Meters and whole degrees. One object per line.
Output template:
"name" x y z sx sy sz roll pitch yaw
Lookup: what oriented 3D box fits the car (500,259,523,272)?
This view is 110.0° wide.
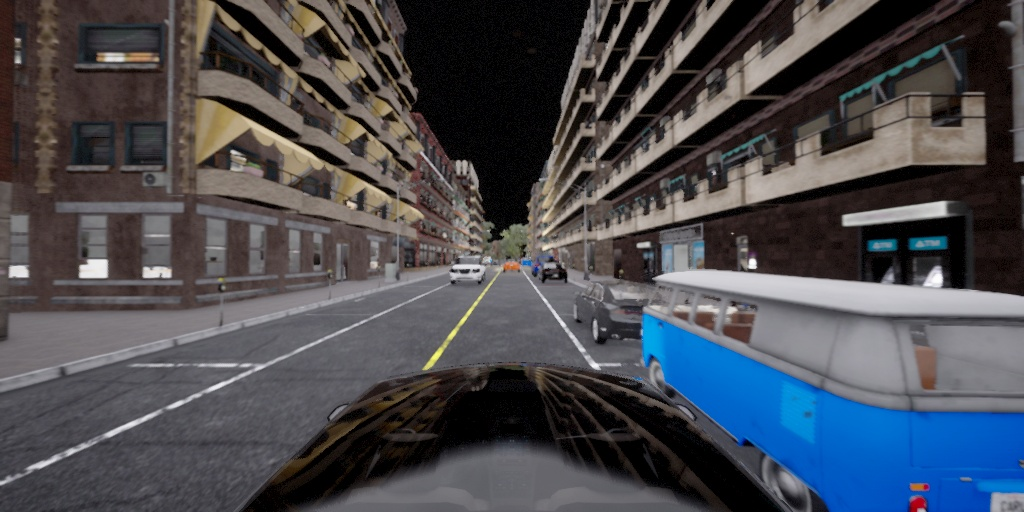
"car" -0.027 1.108 45.822 2.097 1.767 4.553 0 0 1

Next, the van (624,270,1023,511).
"van" 2.689 1.091 3.769 1.690 1.789 3.998 0 0 0

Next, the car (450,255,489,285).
"car" -3.129 0.971 26.373 2.150 2.045 5.566 0 0 0

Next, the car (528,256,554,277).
"car" 3.067 0.978 34.827 2.150 2.045 5.566 0 0 0

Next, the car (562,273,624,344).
"car" 2.682 1.300 9.340 2.007 1.370 4.403 0 0 0

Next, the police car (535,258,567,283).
"police car" 3.102 1.174 27.906 1.930 1.638 5.238 0 0 0

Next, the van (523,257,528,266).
"van" 2.619 1.091 65.052 1.690 1.789 3.998 0 0 0
